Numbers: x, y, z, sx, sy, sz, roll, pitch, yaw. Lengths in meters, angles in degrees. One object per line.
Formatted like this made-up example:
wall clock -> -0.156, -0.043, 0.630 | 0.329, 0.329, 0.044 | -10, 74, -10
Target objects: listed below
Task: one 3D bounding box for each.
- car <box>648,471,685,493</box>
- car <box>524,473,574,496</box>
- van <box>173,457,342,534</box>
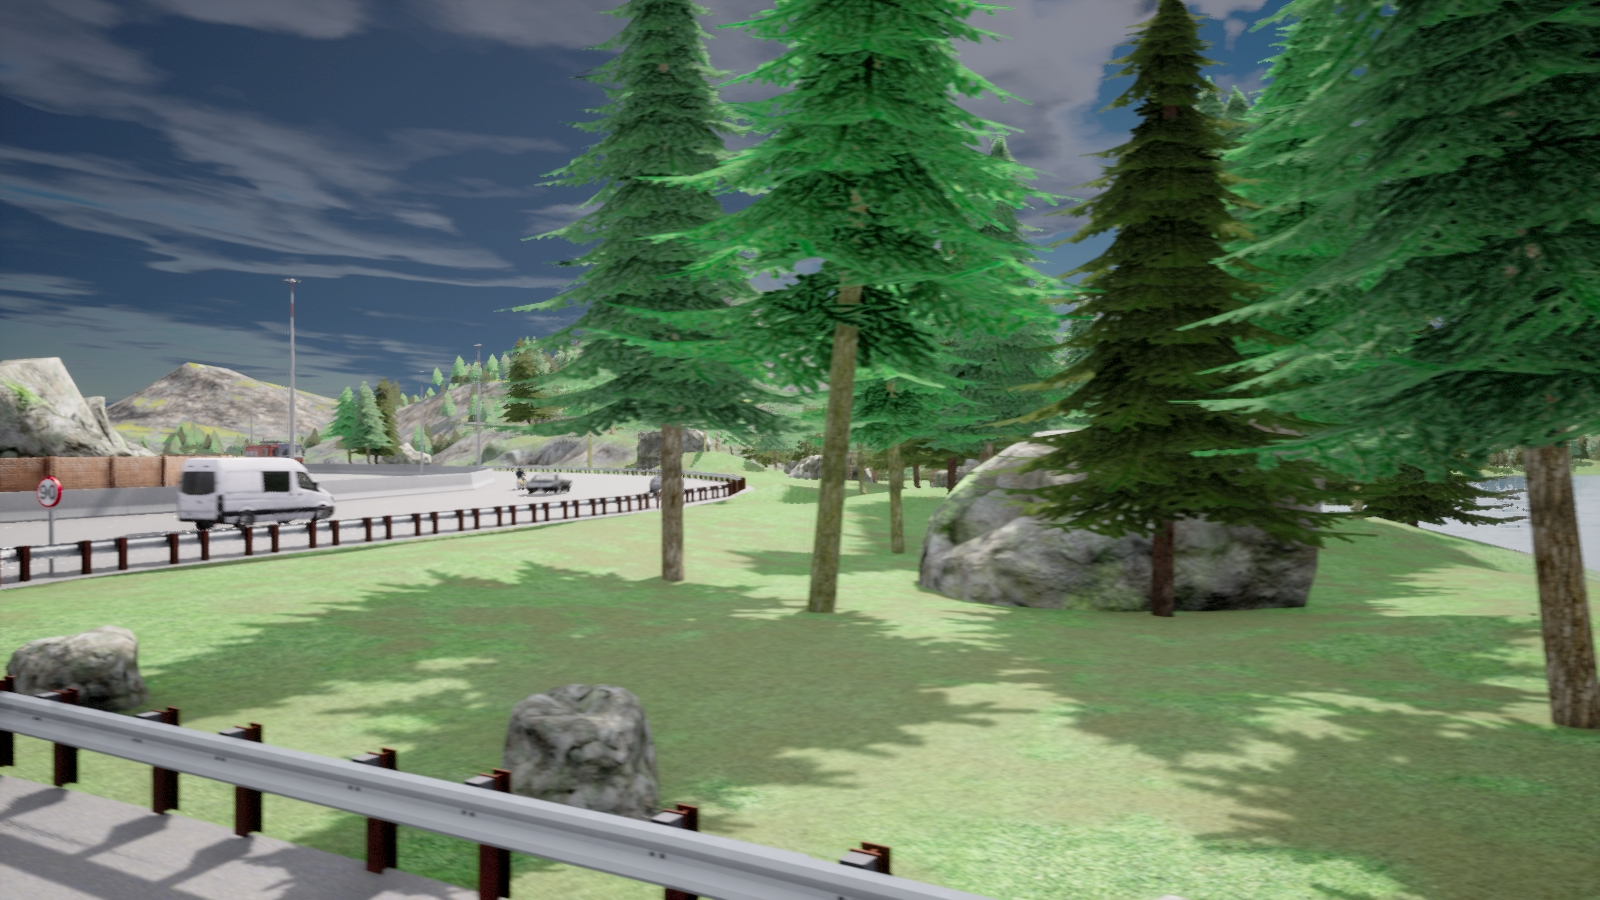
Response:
car -> -9.008, 2.146, 77.323 | 1.994, 1.385, 4.181 | 0, 0, 0
car -> -16.028, 2.186, 73.174 | 1.895, 1.301, 4.718 | 0, 0, 4
van -> -19.570, 1.559, 41.614 | 1.988, 2.561, 5.915 | 0, 0, 19
